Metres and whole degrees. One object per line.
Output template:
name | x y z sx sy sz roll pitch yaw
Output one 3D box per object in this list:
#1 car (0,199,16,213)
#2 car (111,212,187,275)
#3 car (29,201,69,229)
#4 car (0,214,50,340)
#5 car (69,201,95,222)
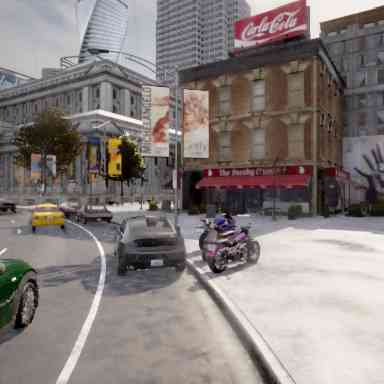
car | -20.172 1.488 35.072 4.892 1.490 1.837 0 0 43
car | -1.487 1.504 10.572 1.837 1.490 4.892 0 0 -15
car | -9.294 1.449 21.170 1.801 1.575 5.366 0 0 -28
car | -3.597 1.350 4.011 2.097 1.767 4.553 0 0 -5
car | -10.641 1.512 29.304 2.002 1.452 4.674 0 0 -38
